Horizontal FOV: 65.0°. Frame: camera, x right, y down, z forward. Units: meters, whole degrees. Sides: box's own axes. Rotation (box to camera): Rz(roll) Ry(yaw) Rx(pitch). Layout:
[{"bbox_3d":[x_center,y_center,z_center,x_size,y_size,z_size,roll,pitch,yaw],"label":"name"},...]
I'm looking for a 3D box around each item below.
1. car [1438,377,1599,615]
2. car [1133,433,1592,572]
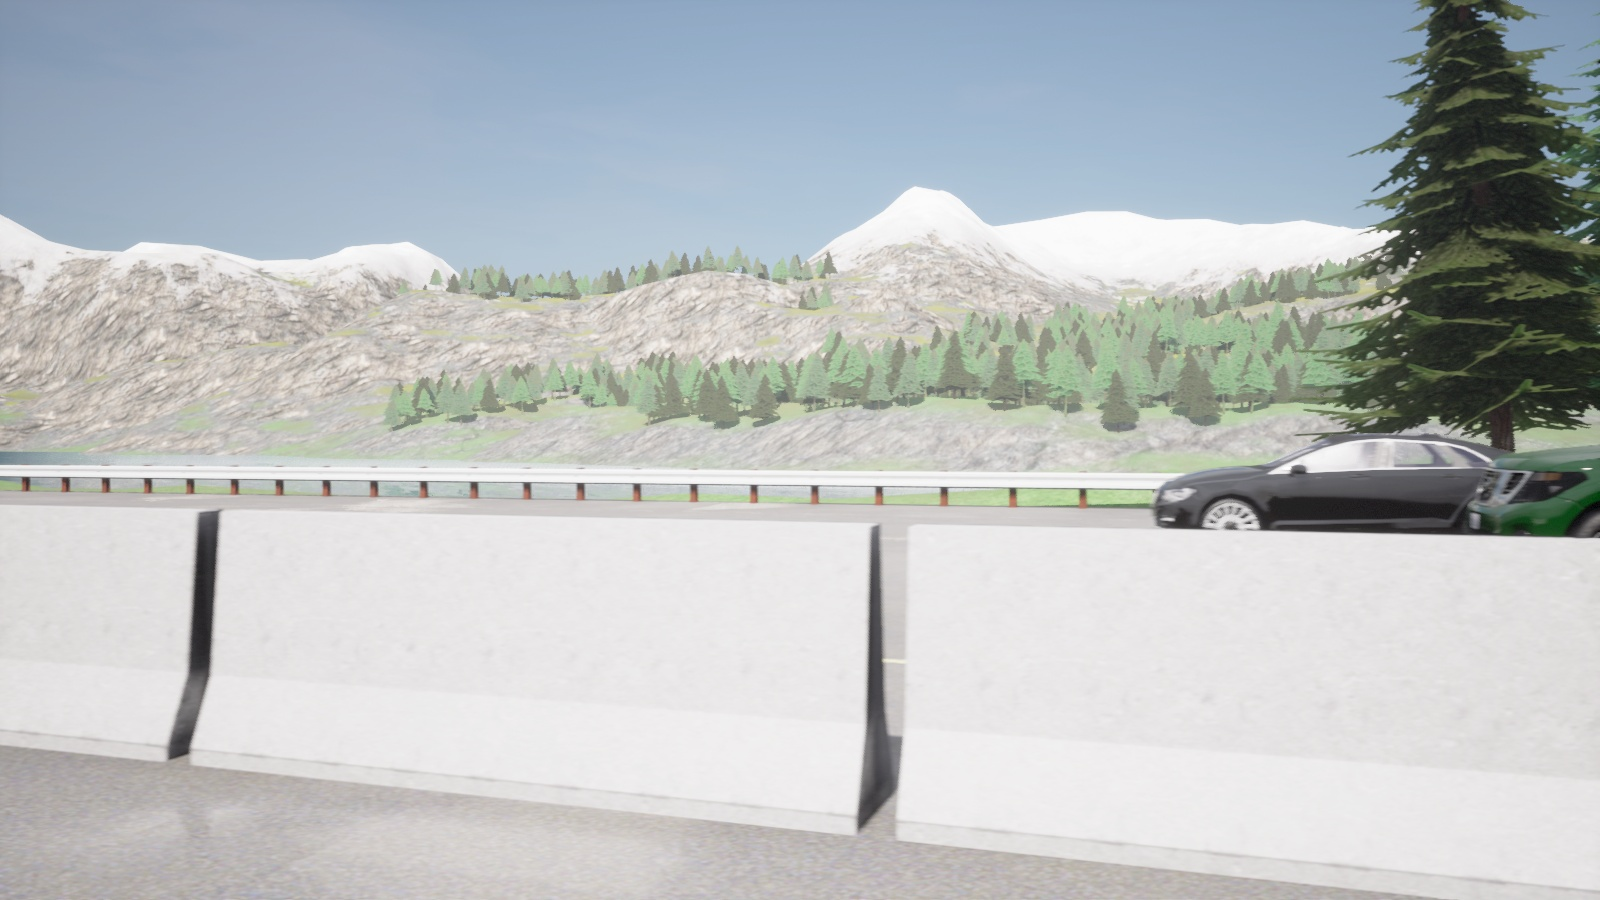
[{"bbox_3d":[8.988,0.399,11.241,5.566,2.045,2.150,1,1,19],"label":"car"},{"bbox_3d":[6.767,0.557,15.685,4.902,1.511,2.128,1,1,19],"label":"car"}]
